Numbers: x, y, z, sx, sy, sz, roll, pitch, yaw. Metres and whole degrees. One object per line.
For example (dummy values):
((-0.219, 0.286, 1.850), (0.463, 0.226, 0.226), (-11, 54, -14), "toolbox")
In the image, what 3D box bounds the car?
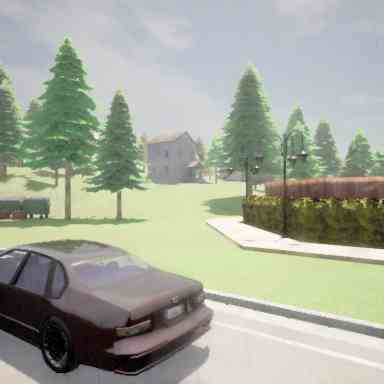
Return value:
((-2.257, 1.547, 5.604), (5.357, 1.411, 2.033), (0, 0, 36), "car")
